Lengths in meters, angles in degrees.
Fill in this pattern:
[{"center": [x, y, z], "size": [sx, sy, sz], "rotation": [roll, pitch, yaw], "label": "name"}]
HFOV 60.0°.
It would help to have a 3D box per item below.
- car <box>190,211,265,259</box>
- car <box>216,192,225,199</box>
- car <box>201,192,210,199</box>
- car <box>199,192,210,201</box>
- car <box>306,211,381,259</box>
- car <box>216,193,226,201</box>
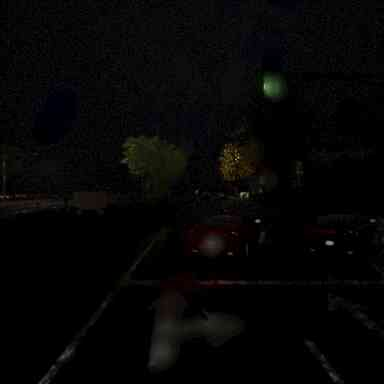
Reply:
[{"center": [1.500, 1.486, 12.860], "size": [1.882, 1.535, 5.008], "rotation": [-1, 0, 21], "label": "car"}, {"center": [6.734, 0.846, 78.847], "size": [2.033, 1.411, 5.357], "rotation": [0, 1, 4], "label": "car"}, {"center": [3.241, 0.829, 79.064], "size": [1.812, 1.442, 4.674], "rotation": [0, 1, 4], "label": "car"}, {"center": [2.619, 0.927, 69.050], "size": [2.097, 1.767, 4.553], "rotation": [0, 1, 4], "label": "car"}, {"center": [5.882, 1.475, 12.876], "size": [1.882, 1.535, 5.008], "rotation": [-2, -1, 34], "label": "car"}, {"center": [6.116, 1.168, 68.897], "size": [1.895, 1.301, 4.718], "rotation": [0, 1, 4], "label": "car"}]
